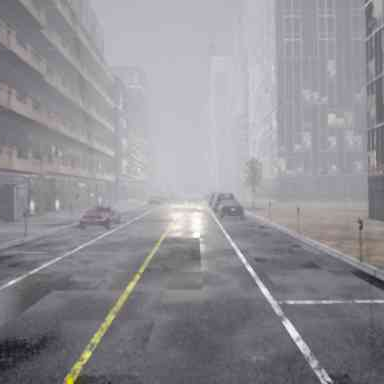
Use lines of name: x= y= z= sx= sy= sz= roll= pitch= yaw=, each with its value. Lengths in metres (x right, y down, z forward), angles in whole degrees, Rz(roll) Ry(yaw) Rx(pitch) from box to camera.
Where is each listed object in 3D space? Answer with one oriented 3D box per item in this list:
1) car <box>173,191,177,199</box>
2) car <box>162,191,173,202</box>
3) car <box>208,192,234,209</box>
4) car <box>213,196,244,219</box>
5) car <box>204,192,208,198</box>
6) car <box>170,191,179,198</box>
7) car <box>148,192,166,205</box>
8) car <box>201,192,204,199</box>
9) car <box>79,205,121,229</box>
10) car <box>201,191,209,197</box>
car: x=-4.980 y=0.963 z=75.561 sx=1.947 sy=1.339 sz=4.313 roll=0 pitch=0 yaw=1
car: x=-5.132 y=0.833 z=58.991 sx=2.192 sy=1.841 sz=5.009 roll=0 pitch=0 yaw=1
car: x=2.995 y=0.964 z=31.299 sx=2.192 sy=1.841 sz=5.009 roll=0 pitch=1 yaw=1
car: x=2.944 y=1.267 z=25.779 sx=1.947 sy=1.339 sz=4.313 roll=0 pitch=1 yaw=1
car: x=3.096 y=0.863 z=42.345 sx=2.192 sy=1.841 sz=5.009 roll=0 pitch=0 yaw=1
car: x=-4.835 y=0.601 z=92.127 sx=2.192 sy=1.841 sz=5.009 roll=0 pitch=0 yaw=1
car: x=-5.232 y=1.153 z=47.947 sx=1.887 sy=1.381 sz=4.507 roll=0 pitch=1 yaw=1
car: x=3.400 y=0.870 z=75.482 sx=1.802 sy=1.307 sz=4.206 roll=0 pitch=0 yaw=1
car: x=-5.485 y=1.445 z=20.336 sx=1.802 sy=1.307 sz=4.206 roll=0 pitch=1 yaw=1
car: x=3.559 y=0.617 z=92.050 sx=1.967 sy=1.590 sz=4.097 roll=0 pitch=0 yaw=1
